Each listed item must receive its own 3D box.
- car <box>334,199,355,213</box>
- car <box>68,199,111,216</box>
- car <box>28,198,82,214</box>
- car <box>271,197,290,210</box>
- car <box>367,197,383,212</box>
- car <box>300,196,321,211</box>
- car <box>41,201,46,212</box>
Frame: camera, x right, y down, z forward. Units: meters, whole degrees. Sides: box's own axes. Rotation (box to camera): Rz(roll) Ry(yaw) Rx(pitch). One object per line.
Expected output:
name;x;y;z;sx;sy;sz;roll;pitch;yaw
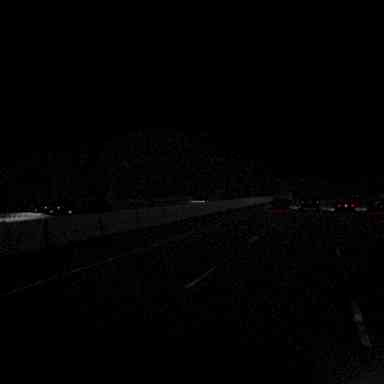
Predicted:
car;16.388;1.408;35.717;2.033;1.411;5.357;0;0;22
car;-8.869;1.348;28.875;2.128;1.511;4.902;0;0;21
car;-14.111;1.370;34.654;2.033;1.411;5.357;0;0;22
car;11.042;1.306;41.209;1.882;1.535;5.008;0;1;22
car;20.574;1.339;36.769;1.882;1.535;5.008;0;0;22
car;13.871;1.194;38.849;2.097;1.767;4.553;0;0;22
car;-11.610;1.441;31.468;1.895;1.301;4.718;0;0;22
